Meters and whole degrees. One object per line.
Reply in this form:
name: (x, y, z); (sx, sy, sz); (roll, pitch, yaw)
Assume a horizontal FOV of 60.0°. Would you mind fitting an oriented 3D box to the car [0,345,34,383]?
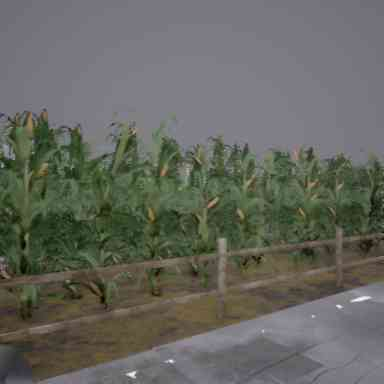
car: (-3.001, 1.482, 0.809); (4.892, 1.490, 1.837); (1, 0, -35)
